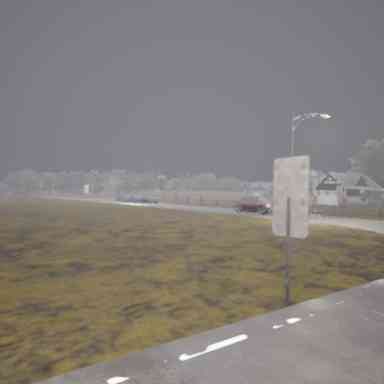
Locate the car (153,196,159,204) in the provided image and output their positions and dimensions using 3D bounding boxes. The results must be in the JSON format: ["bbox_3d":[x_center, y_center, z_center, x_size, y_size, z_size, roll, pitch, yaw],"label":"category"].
[{"bbox_3d":[-7.308,1.280,56.622,1.994,1.385,4.181,2,-1,-35],"label":"car"}]

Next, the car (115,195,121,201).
[{"bbox_3d":[-13.106,1.199,64.773,2.033,1.411,5.357,2,-1,-35],"label":"car"}]

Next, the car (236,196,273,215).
[{"bbox_3d":[6.280,1.222,31.323,2.097,1.767,4.553,2,-1,-35],"label":"car"}]

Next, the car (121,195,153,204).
[{"bbox_3d":[-8.792,1.161,52.573,2.033,1.411,5.357,2,-1,-35],"label":"car"}]
